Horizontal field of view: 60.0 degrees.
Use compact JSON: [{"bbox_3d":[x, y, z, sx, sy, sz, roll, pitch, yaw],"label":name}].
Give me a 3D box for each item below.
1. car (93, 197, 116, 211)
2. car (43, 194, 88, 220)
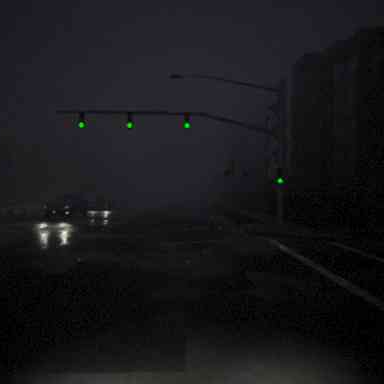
[{"bbox_3d":[-10.576,1.433,40.392,1.837,1.490,4.892,0,0,0],"label":"car"},{"bbox_3d":[-10.597,1.172,28.348,2.150,2.045,5.566,0,0,0],"label":"car"}]
